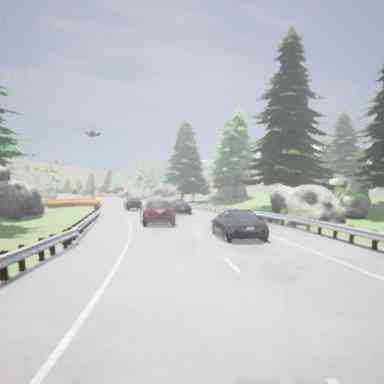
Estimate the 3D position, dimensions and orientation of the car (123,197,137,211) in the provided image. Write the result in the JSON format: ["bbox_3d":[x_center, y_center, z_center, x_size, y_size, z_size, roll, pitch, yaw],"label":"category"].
[{"bbox_3d":[-7.183,1.437,40.302,1.837,1.490,4.892,0,0,-18],"label":"car"}]

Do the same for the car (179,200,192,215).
[{"bbox_3d":[-1.416,1.499,33.062,1.994,1.385,4.181,0,0,-15],"label":"car"}]

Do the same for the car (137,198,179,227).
[{"bbox_3d":[-2.460,1.310,22.946,2.097,1.767,4.553,0,0,-12],"label":"car"}]

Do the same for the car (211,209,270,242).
[{"bbox_3d":[2.213,1.527,16.171,1.994,1.385,4.181,0,0,-8],"label":"car"}]
